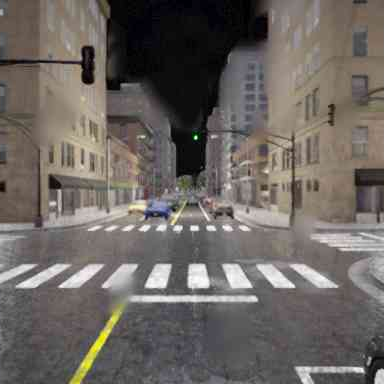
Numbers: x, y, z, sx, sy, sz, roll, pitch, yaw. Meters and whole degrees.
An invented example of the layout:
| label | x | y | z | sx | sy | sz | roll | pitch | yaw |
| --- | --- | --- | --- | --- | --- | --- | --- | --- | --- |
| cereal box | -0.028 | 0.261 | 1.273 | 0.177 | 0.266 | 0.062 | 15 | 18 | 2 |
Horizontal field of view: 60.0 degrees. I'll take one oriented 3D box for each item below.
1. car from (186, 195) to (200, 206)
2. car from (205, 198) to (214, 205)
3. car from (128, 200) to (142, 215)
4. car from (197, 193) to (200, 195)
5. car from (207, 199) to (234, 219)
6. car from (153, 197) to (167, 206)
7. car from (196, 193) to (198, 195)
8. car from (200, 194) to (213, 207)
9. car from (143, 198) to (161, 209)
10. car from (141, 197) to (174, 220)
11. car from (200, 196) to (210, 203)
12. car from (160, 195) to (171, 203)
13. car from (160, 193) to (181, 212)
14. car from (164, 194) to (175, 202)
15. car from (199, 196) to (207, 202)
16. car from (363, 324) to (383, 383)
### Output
| label | x | y | z | sx | sy | sz | roll | pitch | yaw |
| --- | --- | --- | --- | --- | --- | --- | --- | --- | --- |
| car | 0.074 | 1.563 | 55.584 | 1.994 | 1.385 | 4.181 | 0 | 0 | 0 |
| car | 2.621 | 1.584 | 34.335 | 1.802 | 1.307 | 4.206 | 0 | 0 | 0 |
| car | -5.404 | 1.527 | 34.160 | 1.752 | 1.417 | 4.829 | 0 | 0 | 0 |
| car | 2.608 | 1.313 | 62.744 | 2.192 | 1.841 | 5.009 | 0 | 0 | 0 |
| car | 2.624 | 1.553 | 28.653 | 2.008 | 1.369 | 4.403 | 0 | 0 | 0 |
| car | -5.414 | 1.549 | 57.055 | 2.008 | 1.369 | 4.403 | 0 | 0 | 0 |
| car | 2.598 | 1.519 | 85.641 | 1.752 | 1.417 | 4.829 | 0 | 0 | 0 |
| car | 2.613 | 1.441 | 51.380 | 1.967 | 1.590 | 4.097 | 0 | 0 | 0 |
| car | -5.409 | 1.566 | 45.692 | 1.947 | 1.339 | 4.313 | 0 | 0 | 0 |
| car | -2.855 | 1.480 | 28.514 | 1.882 | 1.535 | 5.008 | 0 | 0 | 0 |
| car | 2.606 | 1.563 | 68.426 | 1.947 | 1.339 | 4.313 | 0 | 0 | 0 |
| car | -5.419 | 1.437 | 68.417 | 1.967 | 1.590 | 4.097 | 0 | 0 | 0 |
| car | -2.839 | 1.223 | 38.503 | 2.150 | 2.045 | 5.566 | 0 | 0 | 1 |
| car | -5.425 | 1.309 | 79.780 | 2.192 | 1.841 | 5.009 | 0 | 0 | 0 |
| car | 2.600 | 1.561 | 79.789 | 1.947 | 1.339 | 4.313 | 0 | 0 | 0 |
| car | 2.638 | 1.551 | 1.778 | 2.008 | 1.369 | 4.403 | 0 | 0 | 0 |
